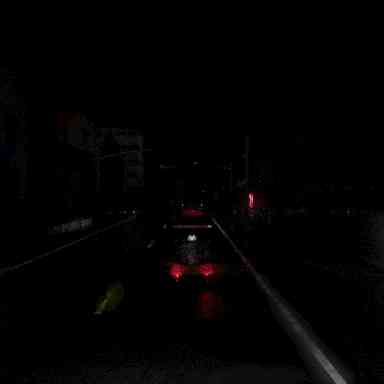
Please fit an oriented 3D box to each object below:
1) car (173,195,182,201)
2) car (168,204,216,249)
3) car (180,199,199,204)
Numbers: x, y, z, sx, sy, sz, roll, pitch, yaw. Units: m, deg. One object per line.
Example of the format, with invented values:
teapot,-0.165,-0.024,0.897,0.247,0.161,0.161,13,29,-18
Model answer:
car,-3.500,1.496,81.736,1.994,1.385,4.181,0,0,0
car,0.000,1.494,14.650,2.128,1.511,4.902,0,0,0
car,0.000,1.571,29.650,1.994,1.385,4.181,0,0,0
